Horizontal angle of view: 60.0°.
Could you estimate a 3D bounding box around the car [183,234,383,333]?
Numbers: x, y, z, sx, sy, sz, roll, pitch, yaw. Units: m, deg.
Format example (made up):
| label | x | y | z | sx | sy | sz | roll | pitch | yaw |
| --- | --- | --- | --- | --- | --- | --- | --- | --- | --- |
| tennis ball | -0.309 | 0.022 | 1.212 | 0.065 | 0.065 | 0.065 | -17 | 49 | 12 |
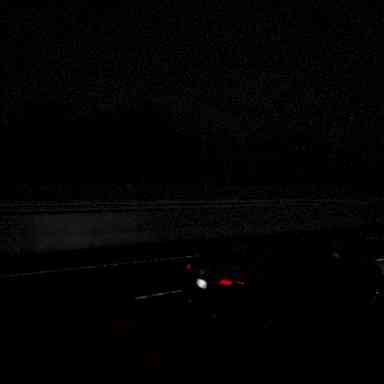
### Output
| label | x | y | z | sx | sy | sz | roll | pitch | yaw |
| --- | --- | --- | --- | --- | --- | --- | --- | --- | --- |
| car | 1.924 | 1.564 | 6.748 | 4.181 | 1.385 | 1.994 | 0 | 0 | -28 |
